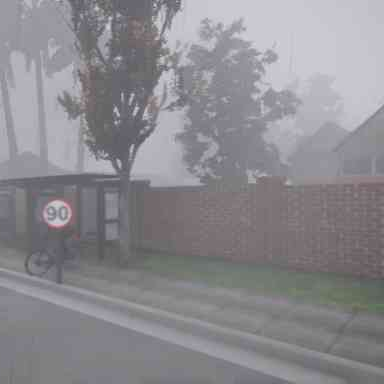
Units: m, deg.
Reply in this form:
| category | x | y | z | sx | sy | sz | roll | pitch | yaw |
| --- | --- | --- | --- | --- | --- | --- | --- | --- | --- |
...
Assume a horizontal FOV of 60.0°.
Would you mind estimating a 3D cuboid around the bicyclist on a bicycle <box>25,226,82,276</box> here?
| category | x | y | z | sx | sy | sz | roll | pitch | yaw |
| --- | --- | --- | --- | --- | --- | --- | --- | --- | --- |
| bicyclist on a bicycle | -3.614 | 1.340 | 8.830 | 0.582 | 1.620 | 1.656 | 0 | -1 | 36 |
